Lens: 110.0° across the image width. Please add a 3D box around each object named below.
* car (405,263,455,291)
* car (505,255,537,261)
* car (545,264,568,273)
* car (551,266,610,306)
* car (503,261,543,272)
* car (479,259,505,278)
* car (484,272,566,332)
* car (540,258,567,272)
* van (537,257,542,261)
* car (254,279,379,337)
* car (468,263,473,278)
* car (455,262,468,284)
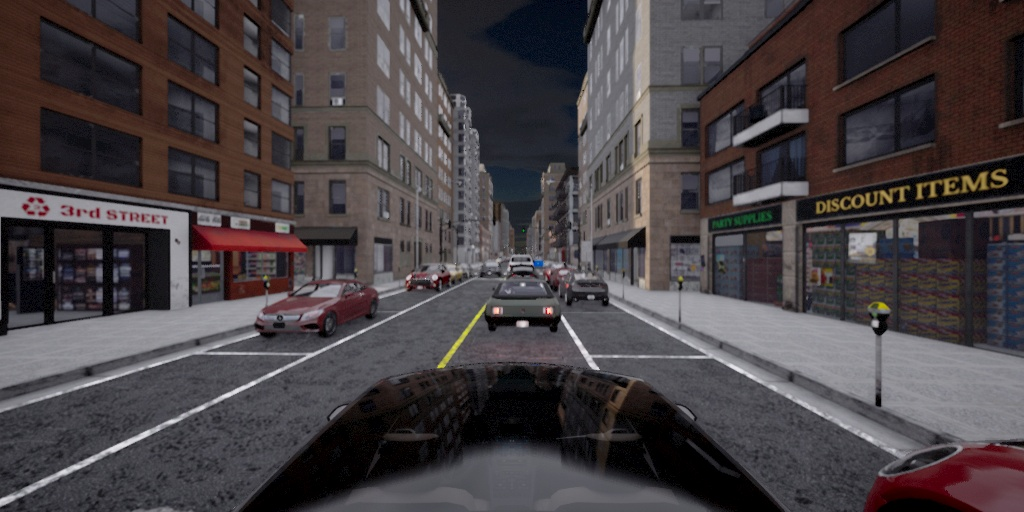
[{"bbox_3d":[-4.870,1.165,21.206,1.967,1.591,4.097,0,0,2],"label":"car"},{"bbox_3d":[0.799,0.934,31.067,2.150,2.045,5.566,0,0,2],"label":"car"},{"bbox_3d":[3.152,1.307,20.984,1.802,1.307,4.207,0,0,2],"label":"car"},{"bbox_3d":[2.994,1.283,15.467,2.007,1.370,4.403,0,0,2],"label":"car"},{"bbox_3d":[0.619,1.230,21.098,1.837,1.490,4.892,0,0,1],"label":"car"},{"bbox_3d":[-1.893,1.235,33.787,1.812,1.442,4.674,0,0,2],"label":"car"},{"bbox_3d":[0.325,1.339,10.820,1.895,1.301,4.718,0,0,2],"label":"car"},{"bbox_3d":[3.310,1.158,26.500,1.967,1.591,4.097,0,0,2],"label":"car"},{"bbox_3d":[4.243,1.015,59.087,1.690,1.789,3.998,0,0,2],"label":"van"},{"bbox_3d":[-5.186,1.321,10.173,1.802,1.307,4.207,0,0,2],"label":"car"},{"bbox_3d":[-4.554,1.262,32.238,2.007,1.370,4.403,0,0,2],"label":"car"},{"bbox_3d":[-4.717,1.244,26.551,1.751,1.417,4.829,0,0,2],"label":"car"}]
